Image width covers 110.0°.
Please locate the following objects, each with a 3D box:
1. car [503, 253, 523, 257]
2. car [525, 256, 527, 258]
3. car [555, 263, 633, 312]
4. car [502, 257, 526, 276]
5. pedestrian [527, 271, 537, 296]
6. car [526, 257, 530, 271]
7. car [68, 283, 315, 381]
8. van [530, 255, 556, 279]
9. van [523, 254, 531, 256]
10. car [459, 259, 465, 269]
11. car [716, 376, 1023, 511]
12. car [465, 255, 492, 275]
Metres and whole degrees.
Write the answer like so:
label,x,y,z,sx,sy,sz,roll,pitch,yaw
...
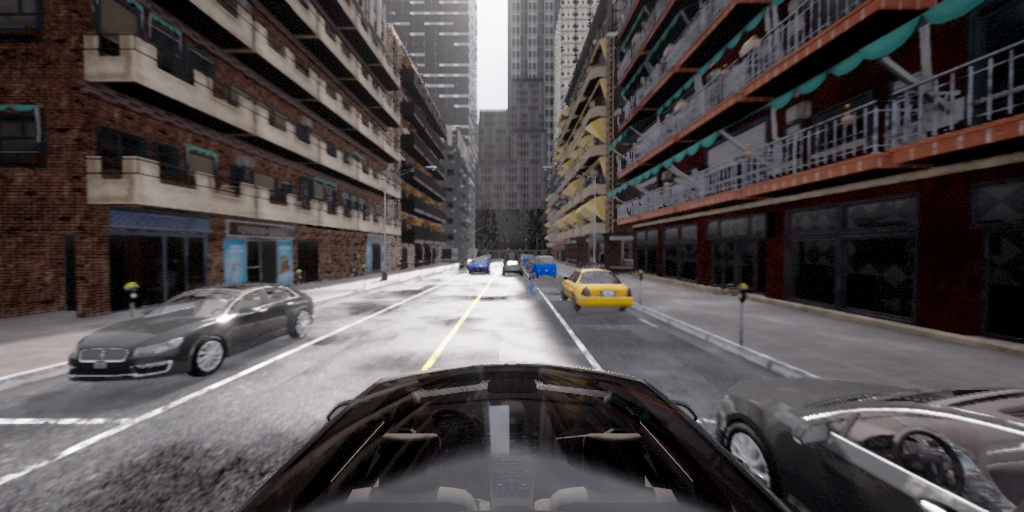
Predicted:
label,x,y,z,sx,sy,sz,roll,pitch,yaw
car,0.010,0.630,47.757,2.150,2.045,5.566,0,1,0
car,2.682,1.002,40.733,1.888,1.381,4.507,0,0,0
car,2.997,1.115,13.718,1.801,1.575,5.366,0,0,0
car,0.062,1.070,33.739,1.994,1.385,4.181,0,0,0
pedestrian,0.929,1.213,16.595,0.375,1.300,0.375,-1,1,-3
car,2.683,1.049,35.132,2.007,1.370,4.403,0,0,0
car,-5.693,1.259,7.150,2.007,1.370,4.403,0,0,0
van,2.684,0.881,29.530,1.690,1.789,3.998,0,0,0
van,2.678,0.673,57.539,1.690,1.789,3.998,0,0,0
car,-5.700,0.980,46.362,1.948,1.339,4.313,0,0,0
car,2.688,1.302,1.521,2.007,1.370,4.403,0,0,0
car,-3.091,0.976,35.036,1.882,1.535,5.008,0,0,0
